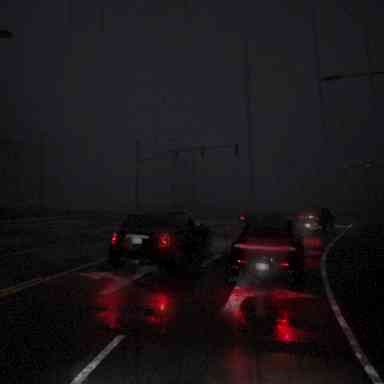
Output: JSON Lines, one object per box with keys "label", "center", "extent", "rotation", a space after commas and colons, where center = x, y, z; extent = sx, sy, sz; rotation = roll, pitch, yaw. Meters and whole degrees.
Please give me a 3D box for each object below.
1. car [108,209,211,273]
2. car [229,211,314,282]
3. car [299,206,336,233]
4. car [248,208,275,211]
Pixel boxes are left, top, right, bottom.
{"label": "car", "center": [-0.845, 1.394, 11.265], "extent": [2.097, 1.767, 4.553], "rotation": [0, 0, 19]}
{"label": "car", "center": [2.404, 1.544, 10.053], "extent": [2.128, 1.511, 4.902], "rotation": [0, 0, 18]}
{"label": "car", "center": [7.666, 1.633, 20.652], "extent": [1.837, 1.490, 4.892], "rotation": [0, 0, 30]}
{"label": "car", "center": [4.848, 1.722, 22.771], "extent": [1.895, 1.301, 4.718], "rotation": [0, 0, 29]}
